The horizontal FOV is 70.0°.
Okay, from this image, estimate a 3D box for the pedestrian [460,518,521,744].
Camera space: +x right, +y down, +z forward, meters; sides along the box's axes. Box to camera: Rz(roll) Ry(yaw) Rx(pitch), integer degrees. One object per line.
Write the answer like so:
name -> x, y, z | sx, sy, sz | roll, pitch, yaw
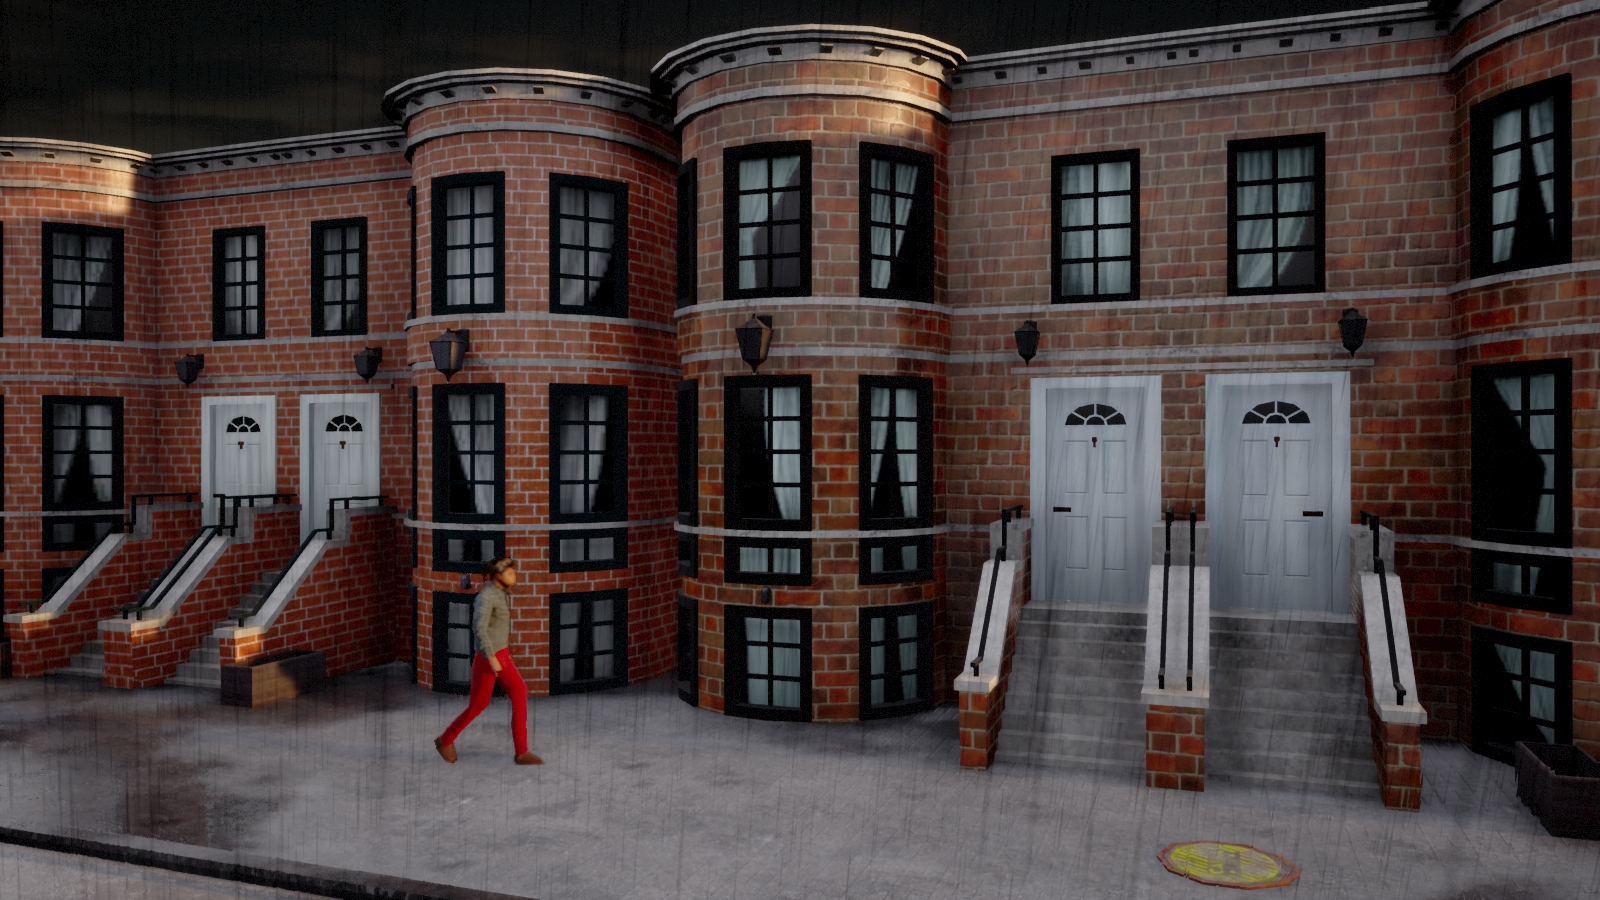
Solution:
pedestrian -> -2.643, 1.528, 9.776 | 0.375, 1.860, 0.375 | 0, 0, 11
